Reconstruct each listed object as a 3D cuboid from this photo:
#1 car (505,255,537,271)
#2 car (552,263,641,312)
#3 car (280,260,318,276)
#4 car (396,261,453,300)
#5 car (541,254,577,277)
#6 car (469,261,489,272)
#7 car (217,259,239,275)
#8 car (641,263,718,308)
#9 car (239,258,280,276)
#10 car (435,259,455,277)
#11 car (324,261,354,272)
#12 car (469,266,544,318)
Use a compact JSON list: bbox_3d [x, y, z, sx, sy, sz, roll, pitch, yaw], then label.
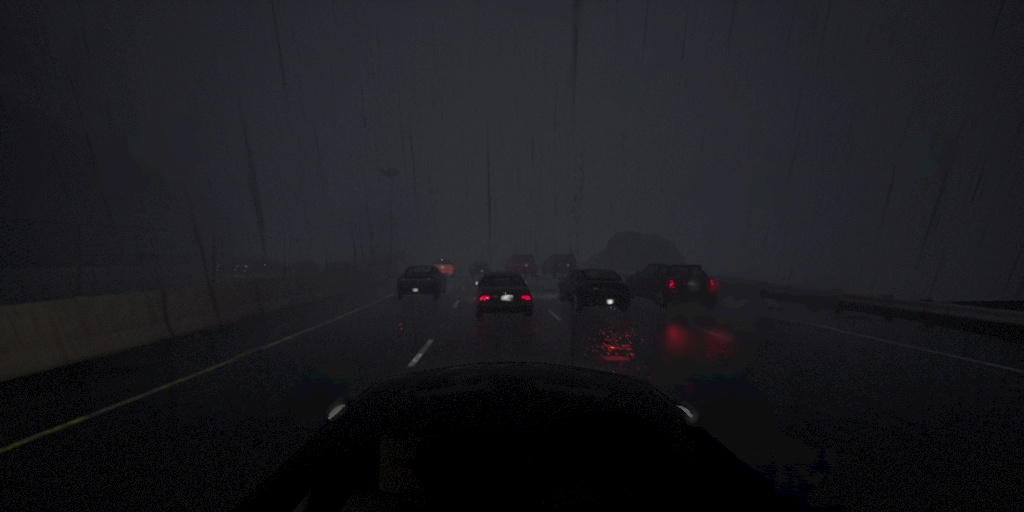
[{"bbox_3d":[0.746,0.886,33.104,2.150,2.045,5.566,0,0,-10],"label":"car"},{"bbox_3d":[3.031,1.216,14.051,1.837,1.490,4.892,0,0,-4],"label":"car"},{"bbox_3d":[-21.653,1.194,37.187,2.128,1.511,4.902,0,0,-13],"label":"car"},{"bbox_3d":[-4.264,1.209,17.443,2.128,1.511,4.902,0,0,-5],"label":"car"},{"bbox_3d":[4.308,0.879,33.029,2.150,2.045,5.566,0,0,-9],"label":"car"},{"bbox_3d":[-3.140,1.194,34.837,1.812,1.442,4.674,0,0,-10],"label":"car"},{"bbox_3d":[-29.010,1.065,38.007,2.097,1.767,4.553,0,0,-13],"label":"car"},{"bbox_3d":[6.454,1.053,15.124,2.097,1.767,4.553,0,0,-4],"label":"car"},{"bbox_3d":[-25.074,1.061,36.422,2.097,1.767,4.553,0,0,-13],"label":"car"},{"bbox_3d":[-6.486,1.031,33.633,2.097,1.767,4.553,0,0,-10],"label":"car"},{"bbox_3d":[-18.234,1.239,38.066,2.033,1.411,5.357,0,0,-12],"label":"car"},{"bbox_3d":[-0.360,1.268,12.949,2.033,1.411,5.357,0,0,-4],"label":"car"}]
